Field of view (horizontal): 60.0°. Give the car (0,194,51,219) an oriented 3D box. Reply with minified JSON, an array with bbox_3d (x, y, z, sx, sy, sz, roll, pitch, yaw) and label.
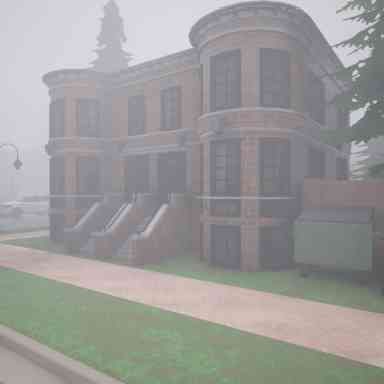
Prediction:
[{"bbox_3d":[-14.447,1.221,29.788,2.150,2.045,5.566,0,0,34],"label":"car"}]
